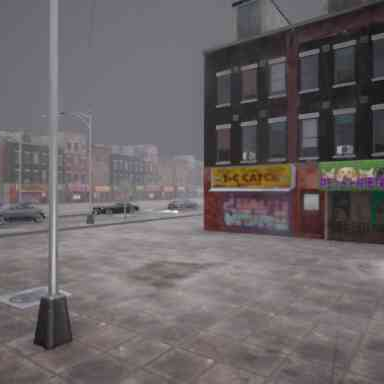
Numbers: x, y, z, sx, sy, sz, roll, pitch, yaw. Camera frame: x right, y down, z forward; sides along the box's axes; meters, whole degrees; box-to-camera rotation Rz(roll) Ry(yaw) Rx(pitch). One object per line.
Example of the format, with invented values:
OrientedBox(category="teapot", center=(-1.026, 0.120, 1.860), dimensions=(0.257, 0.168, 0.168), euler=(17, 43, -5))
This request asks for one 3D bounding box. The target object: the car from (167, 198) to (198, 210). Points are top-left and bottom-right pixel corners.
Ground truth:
OrientedBox(category="car", center=(-1.099, 1.439, 39.638), dimensions=(1.994, 1.385, 4.181), euler=(0, 0, 35))

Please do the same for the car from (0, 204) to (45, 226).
OrientedBox(category="car", center=(-12.598, 1.511, 23.380), dimensions=(1.994, 1.385, 4.181), euler=(0, 0, 36))

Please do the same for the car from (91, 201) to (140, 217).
OrientedBox(category="car", center=(-7.171, 1.513, 31.060), dimensions=(1.895, 1.301, 4.718), euler=(0, 0, 35))
